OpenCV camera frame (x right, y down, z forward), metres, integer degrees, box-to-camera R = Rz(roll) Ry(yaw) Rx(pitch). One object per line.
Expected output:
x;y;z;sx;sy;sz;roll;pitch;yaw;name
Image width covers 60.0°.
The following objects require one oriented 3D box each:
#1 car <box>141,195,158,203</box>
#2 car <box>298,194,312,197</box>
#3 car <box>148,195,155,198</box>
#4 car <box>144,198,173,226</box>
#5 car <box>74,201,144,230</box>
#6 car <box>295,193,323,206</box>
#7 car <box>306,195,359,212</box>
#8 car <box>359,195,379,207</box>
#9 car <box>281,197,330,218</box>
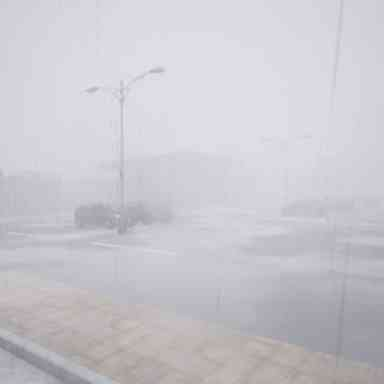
-10.291;1.709;80.860;1.905;1.878;3.866;-1;0;36;car
16.436;1.476;51.229;3.806;1.475;1.970;-1;0;36;car
-8.269;1.836;74.020;2.242;1.667;4.611;-1;0;36;car
-3.697;1.449;23.512;5.027;1.636;2.152;-1;0;36;car
-5.501;1.459;20.945;4.514;1.523;2.007;-1;0;36;car
18.886;1.188;53.557;3.866;1.878;1.905;-1;0;36;car
15.400;1.359;36.618;4.514;1.523;2.007;-1;0;36;car
23.309;1.152;46.268;4.605;1.855;1.932;-1;0;36;car
9.481;1.382;28.567;3.633;1.501;1.845;-1;0;36;car
